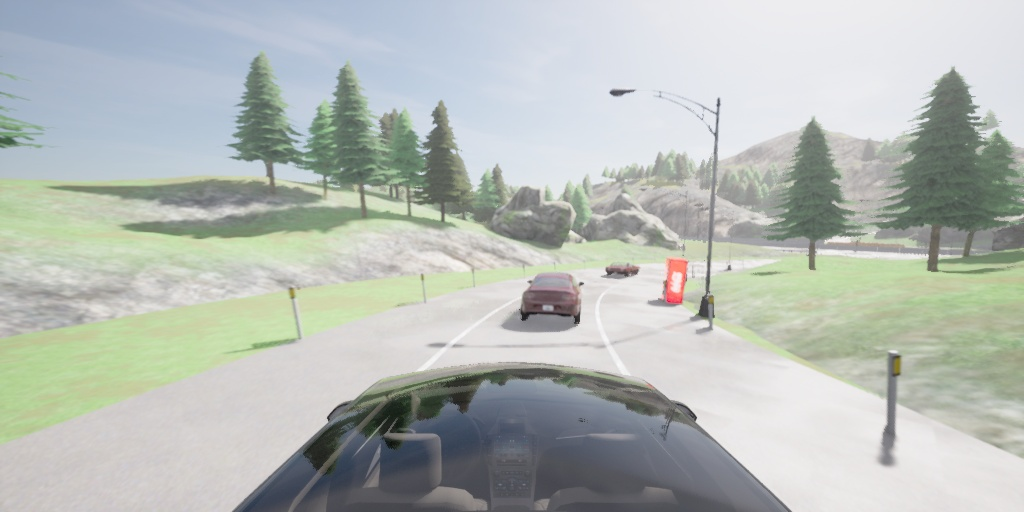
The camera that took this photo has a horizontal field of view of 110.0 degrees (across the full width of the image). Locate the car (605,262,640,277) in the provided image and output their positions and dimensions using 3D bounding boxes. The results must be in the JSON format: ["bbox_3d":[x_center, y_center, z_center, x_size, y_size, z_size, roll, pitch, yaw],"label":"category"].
[{"bbox_3d":[10.140,1.157,32.581,1.895,1.301,4.718,4,3,34],"label":"car"}]

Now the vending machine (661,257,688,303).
[{"bbox_3d":[7.518,1.091,16.881,1.100,2.100,0.880,0,0,18],"label":"vending machine"}]

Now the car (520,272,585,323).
[{"bbox_3d":[1.456,1.280,12.260,1.812,1.442,4.674,1,0,11],"label":"car"}]
